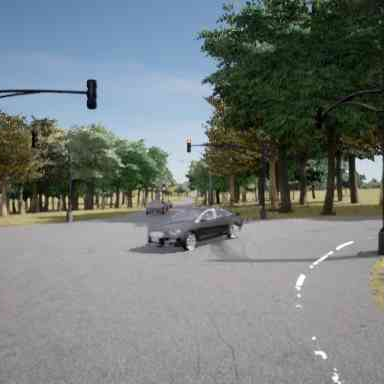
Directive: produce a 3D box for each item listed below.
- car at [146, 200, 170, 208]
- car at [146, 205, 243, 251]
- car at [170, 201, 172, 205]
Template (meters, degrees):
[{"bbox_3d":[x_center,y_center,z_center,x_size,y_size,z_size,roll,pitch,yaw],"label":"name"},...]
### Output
[{"bbox_3d":[-4.172,1.725,39.448,2.097,1.767,4.553,0,-1,0],"label":"car"},{"bbox_3d":[0.240,1.406,14.050,2.128,1.511,4.902,-2,1,42],"label":"car"},{"bbox_3d":[-4.362,2.149,49.693,1.895,1.301,4.718,0,-1,-1],"label":"car"}]
